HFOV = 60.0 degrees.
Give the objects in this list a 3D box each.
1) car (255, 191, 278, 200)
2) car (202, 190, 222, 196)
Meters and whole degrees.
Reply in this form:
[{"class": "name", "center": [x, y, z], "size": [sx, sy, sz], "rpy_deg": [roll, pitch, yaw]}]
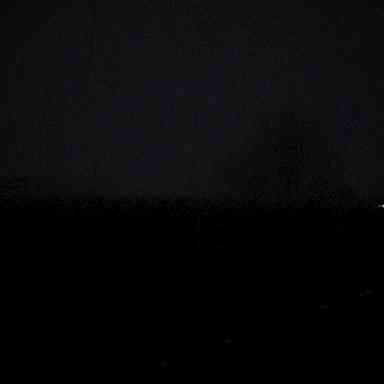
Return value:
[{"class": "car", "center": [13.513, 0.634, 60.547], "size": [1.812, 1.442, 4.674], "rpy_deg": [-1, 2, -35]}, {"class": "car", "center": [4.332, 0.199, 73.442], "size": [2.033, 1.411, 5.357], "rpy_deg": [-1, 2, -35]}]
